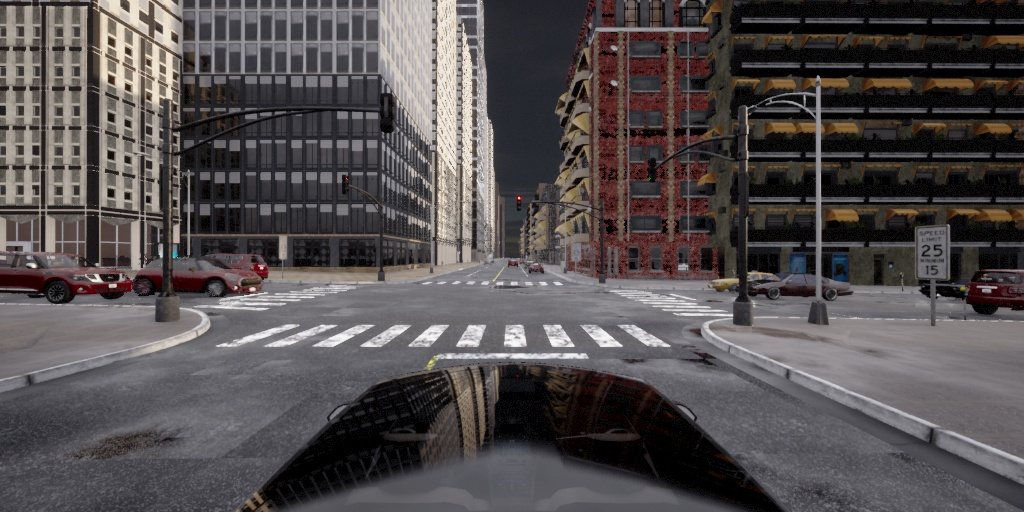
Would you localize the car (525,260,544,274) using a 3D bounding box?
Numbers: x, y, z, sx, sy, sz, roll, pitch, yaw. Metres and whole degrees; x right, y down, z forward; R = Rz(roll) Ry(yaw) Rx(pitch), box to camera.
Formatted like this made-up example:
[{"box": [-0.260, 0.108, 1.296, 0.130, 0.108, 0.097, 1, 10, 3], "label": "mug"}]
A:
[{"box": [2.799, 1.341, 41.798, 1.802, 1.307, 4.207, 0, 0, 0], "label": "car"}]

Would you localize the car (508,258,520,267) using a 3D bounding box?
[{"box": [0.191, 1.252, 65.093, 1.882, 1.535, 5.008, 0, 0, 0], "label": "car"}]

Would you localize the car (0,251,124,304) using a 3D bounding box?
[{"box": [-17.558, 0.757, 13.469, 5.009, 1.841, 2.192, 0, 0, 0], "label": "car"}]

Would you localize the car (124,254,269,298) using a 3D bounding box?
[{"box": [-13.881, 0.868, 16.087, 4.553, 1.767, 2.097, 1, 0, 0], "label": "car"}]

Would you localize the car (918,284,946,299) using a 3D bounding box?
[{"box": [25.416, 1.849, 19.570, 4.718, 1.301, 1.895, 1, 0, 0], "label": "car"}]

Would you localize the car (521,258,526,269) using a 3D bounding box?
[{"box": [2.767, 1.317, 54.715, 2.007, 1.370, 4.403, 0, 0, 0], "label": "car"}]

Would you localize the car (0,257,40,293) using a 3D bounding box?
[{"box": [-24.863, 0.790, 16.010, 5.008, 1.535, 1.882, 1, 0, -1], "label": "car"}]

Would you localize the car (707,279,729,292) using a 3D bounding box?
[{"box": [14.660, 1.587, 22.083, 4.829, 1.417, 1.751, 0, 0, 0], "label": "car"}]

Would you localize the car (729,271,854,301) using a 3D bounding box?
[{"box": [15.259, 1.610, 19.496, 5.357, 1.411, 2.033, 1, 0, 0], "label": "car"}]

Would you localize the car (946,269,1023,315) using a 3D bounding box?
[{"box": [20.616, 1.461, 13.778, 5.009, 1.841, 2.192, 0, 0, 0], "label": "car"}]
